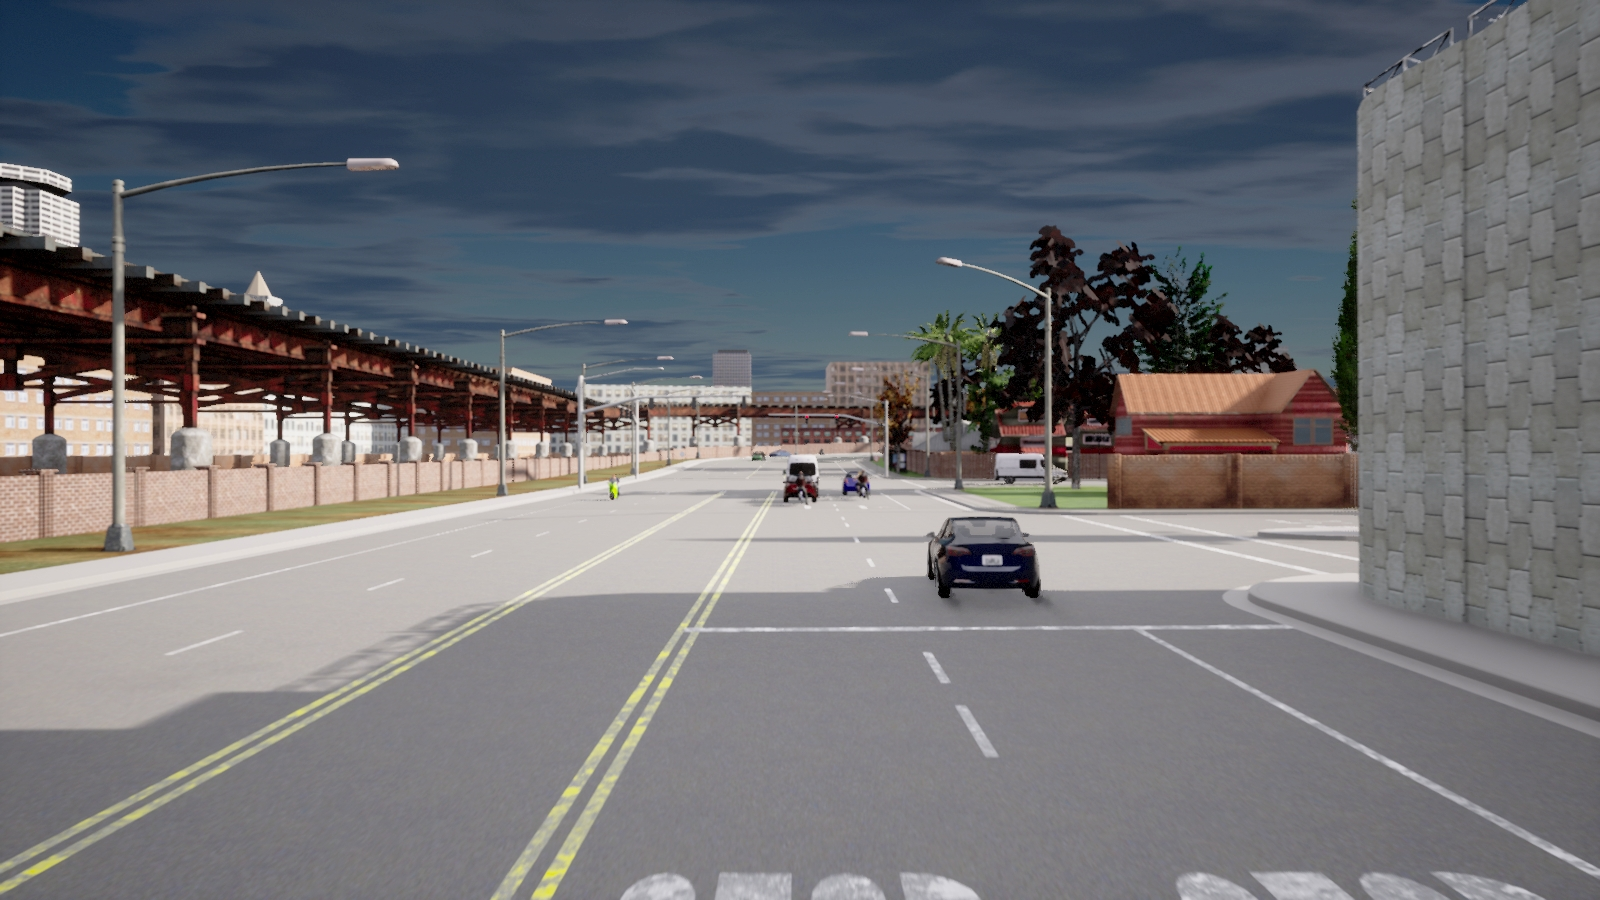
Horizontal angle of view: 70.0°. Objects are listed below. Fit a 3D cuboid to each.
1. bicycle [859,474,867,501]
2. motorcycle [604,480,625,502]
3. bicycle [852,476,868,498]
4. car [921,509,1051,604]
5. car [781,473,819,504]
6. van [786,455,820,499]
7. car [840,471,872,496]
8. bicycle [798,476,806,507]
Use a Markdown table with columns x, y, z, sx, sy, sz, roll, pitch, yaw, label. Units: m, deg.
| x | y | z | sx | sy | sz | roll | pitch | yaw | label |
| --- | --- | --- | --- | --- | --- | --- | --- | --- | --- |
| 3.559 | 2.093 | 64.253 | 0.329 | 1.496 | 1.835 | 0 | 0 | 0 | bicycle |
| -10.447 | 2.292 | 64.419 | 0.803 | 1.145 | 2.033 | 0 | 0 | 0 | motorcycle |
| 3.552 | 2.194 | 67.881 | 0.859 | 1.301 | 1.487 | 0 | 0 | 0 | bicycle |
| 3.662 | 2.074 | 23.352 | 2.163 | 1.488 | 4.792 | 0 | 0 | 4 | car |
| 0.011 | 2.093 | 63.178 | 2.007 | 1.525 | 4.514 | 0 | 0 | 0 | car |
| 0.122 | 1.593 | 70.158 | 1.988 | 2.561 | 5.915 | 0 | 0 | -1 | van |
| 3.523 | 2.090 | 72.477 | 1.845 | 1.501 | 3.633 | 0 | 0 | 0 | car |
| 0.096 | 2.094 | 57.971 | 0.329 | 1.496 | 1.835 | -1 | 0 | 0 | bicycle |
